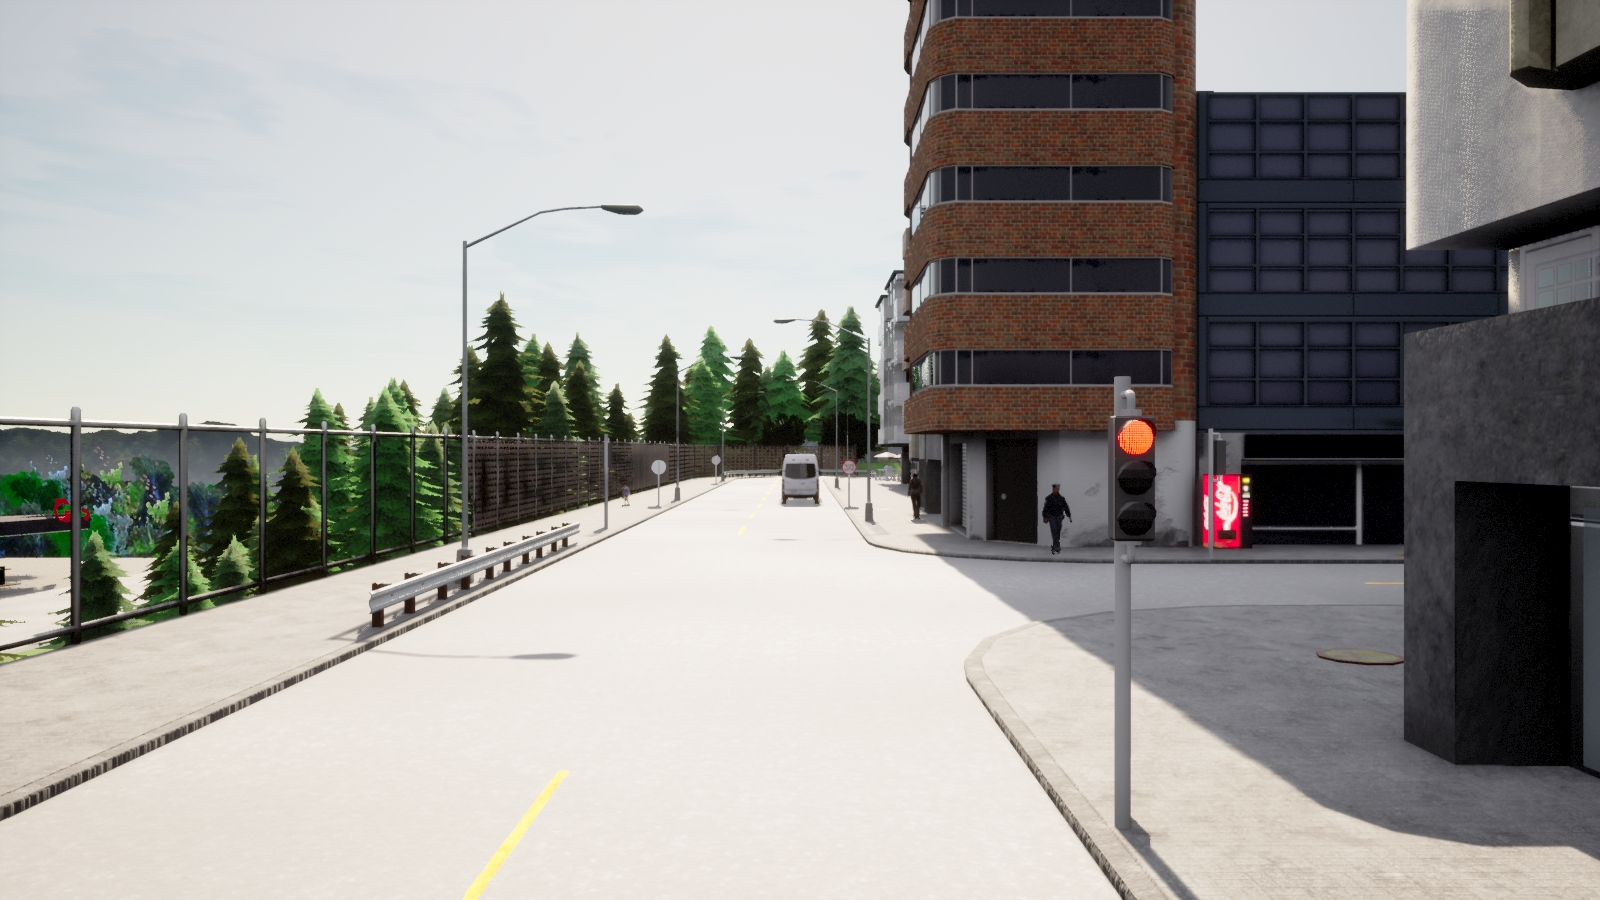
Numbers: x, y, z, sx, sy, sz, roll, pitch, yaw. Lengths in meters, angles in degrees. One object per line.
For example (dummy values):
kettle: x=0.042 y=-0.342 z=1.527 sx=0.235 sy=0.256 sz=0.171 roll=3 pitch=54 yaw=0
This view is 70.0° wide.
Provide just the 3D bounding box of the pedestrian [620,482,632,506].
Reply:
pedestrian: x=-8.275 y=2.104 z=54.389 sx=0.500 sy=1.100 sz=0.500 roll=0 pitch=0 yaw=4

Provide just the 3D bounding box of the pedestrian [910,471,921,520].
pedestrian: x=4.402 y=1.719 z=43.488 sx=0.375 sy=1.860 sz=0.375 roll=0 pitch=0 yaw=2

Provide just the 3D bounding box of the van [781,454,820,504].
van: x=0.020 y=1.510 z=61.756 sx=1.988 sy=2.561 sz=5.915 roll=0 pitch=0 yaw=0

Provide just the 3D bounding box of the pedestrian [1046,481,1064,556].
pedestrian: x=6.419 y=1.724 z=28.785 sx=0.375 sy=1.860 sz=0.375 roll=0 pitch=0 yaw=0
